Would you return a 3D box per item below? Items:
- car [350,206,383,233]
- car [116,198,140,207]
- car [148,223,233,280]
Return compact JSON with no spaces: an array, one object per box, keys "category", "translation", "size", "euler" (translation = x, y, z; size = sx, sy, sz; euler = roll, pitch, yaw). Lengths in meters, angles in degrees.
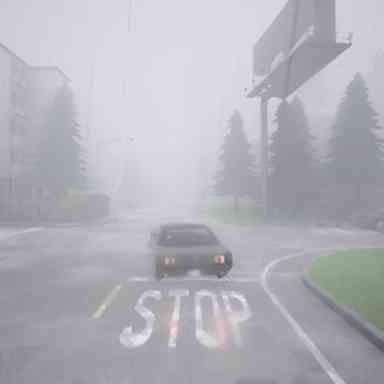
[{"category":"car","translation":[11.269,1.385,18.226],"size":[4.892,1.490,1.837],"euler":[0,0,-1]},{"category":"car","translation":[-10.619,1.717,55.297],"size":[2.033,1.411,5.357],"euler":[0,0,-40]},{"category":"car","translation":[-0.294,1.605,10.080],"size":[1.895,1.301,4.718],"euler":[0,1,-9]}]
